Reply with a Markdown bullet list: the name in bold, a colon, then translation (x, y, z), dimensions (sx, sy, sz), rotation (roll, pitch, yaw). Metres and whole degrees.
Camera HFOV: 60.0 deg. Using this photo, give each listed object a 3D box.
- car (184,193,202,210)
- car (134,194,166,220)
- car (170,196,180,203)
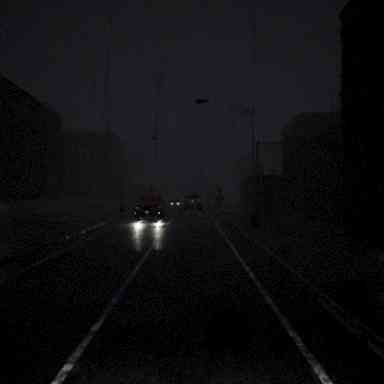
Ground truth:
- **car**: translation (0.113, 1.183, 43.017), dimensions (2.150, 2.045, 5.566), rotation (0, 0, 1)
- **car**: translation (-3.450, 1.181, 28.123), dimensions (2.150, 2.045, 5.566), rotation (0, 0, 0)
- **car**: translation (-3.507, 1.564, 69.562), dimensions (1.994, 1.385, 4.181), rotation (0, 0, 0)
